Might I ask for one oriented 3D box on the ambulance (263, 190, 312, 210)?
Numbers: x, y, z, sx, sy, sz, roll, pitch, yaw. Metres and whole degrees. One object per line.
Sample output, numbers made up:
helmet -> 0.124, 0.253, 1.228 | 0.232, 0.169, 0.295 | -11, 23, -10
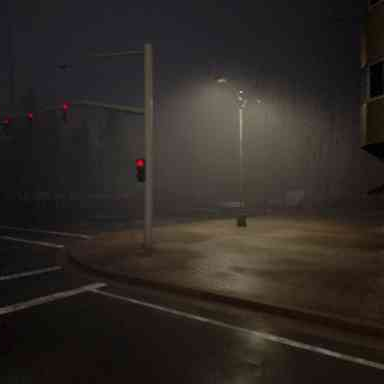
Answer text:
ambulance -> 12.335, 1.009, 43.288 | 6.366, 2.431, 2.351 | 0, 0, -20

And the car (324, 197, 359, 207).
car -> 21.960, 1.488, 48.874 | 4.902, 1.511, 2.128 | 0, 0, -5

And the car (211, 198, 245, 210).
car -> 4.760, 1.503, 43.530 | 4.674, 1.442, 1.812 | 0, 0, -27
